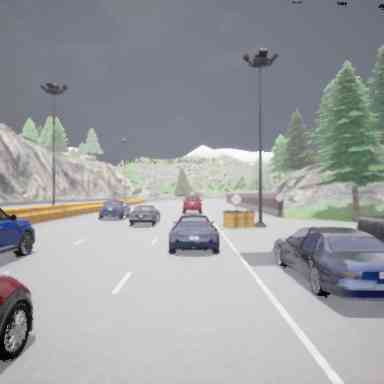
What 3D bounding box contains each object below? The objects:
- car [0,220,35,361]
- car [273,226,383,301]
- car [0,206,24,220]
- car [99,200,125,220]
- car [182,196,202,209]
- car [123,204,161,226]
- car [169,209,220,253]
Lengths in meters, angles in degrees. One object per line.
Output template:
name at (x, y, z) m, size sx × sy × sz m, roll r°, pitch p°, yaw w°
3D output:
car at (-3.410, 1.368, 3.140) m, size 2.097 × 1.767 × 4.553 m, roll 0°, pitch 0°, yaw 0°
car at (3.592, 1.602, 8.652) m, size 2.033 × 1.411 × 5.357 m, roll 0°, pitch 0°, yaw 0°
car at (-6.916, 1.277, 10.057) m, size 2.150 × 2.045 × 5.566 m, roll 0°, pitch 0°, yaw 0°
car at (-6.945, 1.525, 30.426) m, size 2.097 × 1.767 × 4.553 m, roll 0°, pitch 0°, yaw 0°
car at (0.038, 1.452, 38.935) m, size 2.150 × 2.045 × 5.566 m, roll 0°, pitch 0°, yaw 0°
car at (-3.439, 1.691, 24.862) m, size 2.033 × 1.411 × 5.357 m, roll 0°, pitch 0°, yaw 0°
car at (0.077, 1.648, 14.096) m, size 1.994 × 1.385 × 4.181 m, roll 0°, pitch 0°, yaw 0°
